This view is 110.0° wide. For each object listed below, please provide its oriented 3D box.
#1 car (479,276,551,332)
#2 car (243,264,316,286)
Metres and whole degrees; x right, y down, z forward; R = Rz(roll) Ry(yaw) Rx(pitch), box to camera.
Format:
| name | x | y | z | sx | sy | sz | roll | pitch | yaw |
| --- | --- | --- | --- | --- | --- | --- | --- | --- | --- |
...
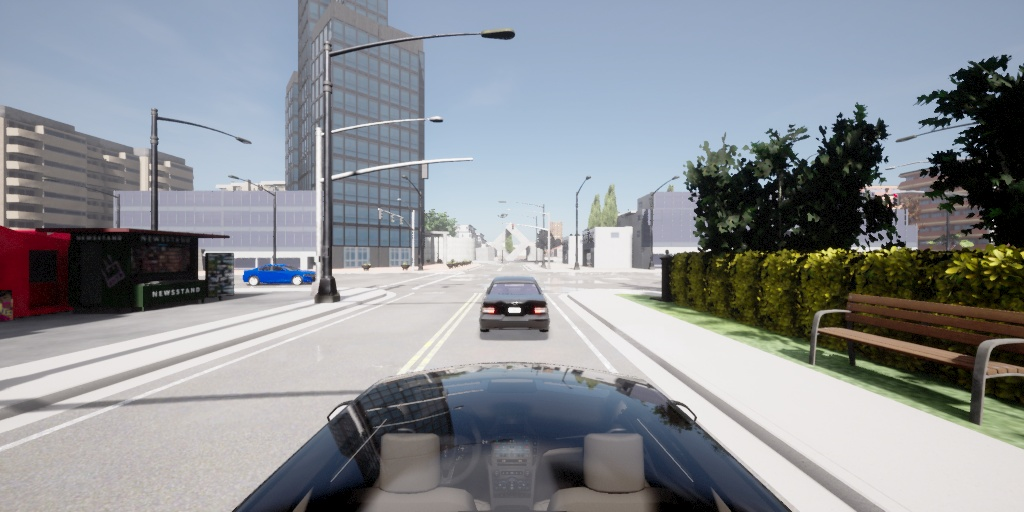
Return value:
| name | x | y | z | sx | sy | sz | roll | pitch | yaw |
| --- | --- | --- | --- | --- | --- | --- | --- | --- | --- |
| car | 0.068 | 1.297 | 10.781 | 2.033 | 1.411 | 5.357 | 0 | 0 | 0 |
| car | -16.781 | 1.336 | 26.188 | 5.008 | 1.535 | 1.882 | -1 | 0 | 0 |
